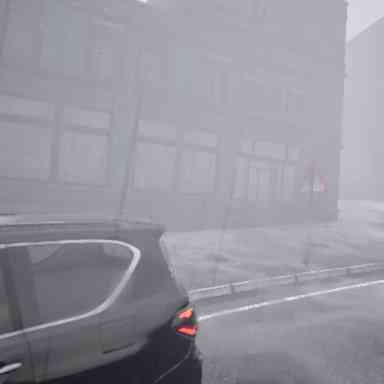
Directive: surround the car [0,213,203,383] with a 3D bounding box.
[{"bbox_3d":[-2.508,1.214,2.027,5.566,2.045,2.150,0,0,-35],"label":"car"}]
